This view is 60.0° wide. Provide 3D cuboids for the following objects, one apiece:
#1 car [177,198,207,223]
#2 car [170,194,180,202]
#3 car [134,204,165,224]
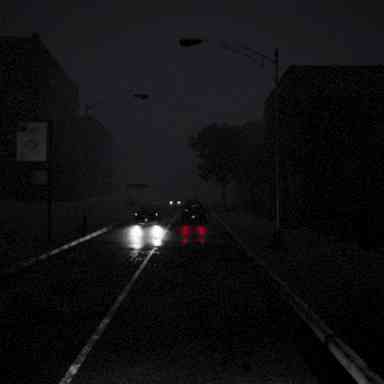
[{"bbox_3d":[0.103,1.506,25.487,2.128,1.511,4.902,0,0,0],"label":"car"},{"bbox_3d":[-3.342,1.193,66.064,1.812,1.442,4.674,0,1,0],"label":"car"},{"bbox_3d":[-3.152,1.615,25.128,1.895,1.301,4.718,0,0,0],"label":"car"}]
